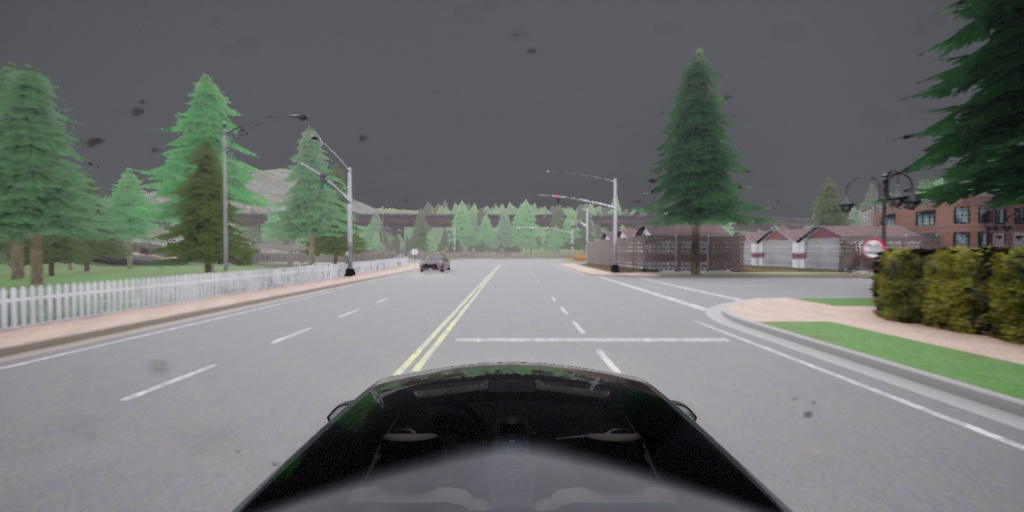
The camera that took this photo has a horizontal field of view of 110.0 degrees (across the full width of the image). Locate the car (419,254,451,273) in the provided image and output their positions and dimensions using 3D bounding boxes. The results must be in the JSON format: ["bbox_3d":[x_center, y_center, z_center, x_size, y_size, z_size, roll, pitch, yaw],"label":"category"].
[{"bbox_3d":[-7.003,0.558,32.911,2.097,1.767,4.553,0,0,0],"label":"car"}]
